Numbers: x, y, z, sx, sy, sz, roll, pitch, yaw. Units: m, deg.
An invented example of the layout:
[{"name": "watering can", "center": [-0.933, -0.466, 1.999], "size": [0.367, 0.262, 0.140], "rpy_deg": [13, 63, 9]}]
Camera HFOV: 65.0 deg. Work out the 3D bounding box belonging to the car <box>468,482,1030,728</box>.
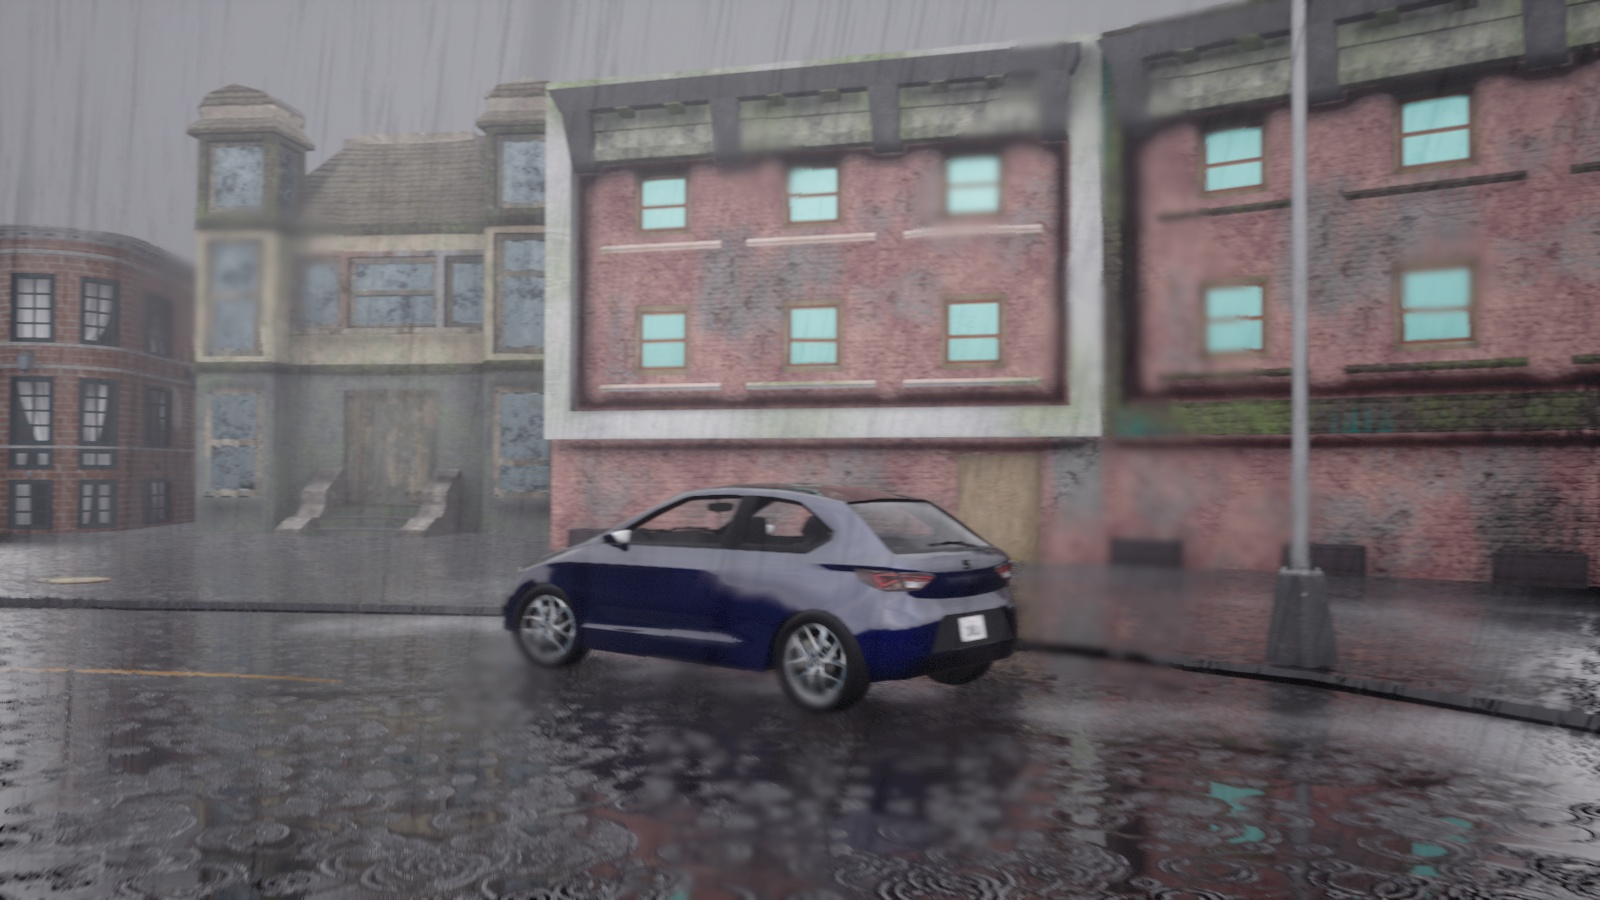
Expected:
[{"name": "car", "center": [-0.541, 0.993, 9.674], "size": [4.193, 1.474, 1.816], "rpy_deg": [-1, -1, 40]}]
